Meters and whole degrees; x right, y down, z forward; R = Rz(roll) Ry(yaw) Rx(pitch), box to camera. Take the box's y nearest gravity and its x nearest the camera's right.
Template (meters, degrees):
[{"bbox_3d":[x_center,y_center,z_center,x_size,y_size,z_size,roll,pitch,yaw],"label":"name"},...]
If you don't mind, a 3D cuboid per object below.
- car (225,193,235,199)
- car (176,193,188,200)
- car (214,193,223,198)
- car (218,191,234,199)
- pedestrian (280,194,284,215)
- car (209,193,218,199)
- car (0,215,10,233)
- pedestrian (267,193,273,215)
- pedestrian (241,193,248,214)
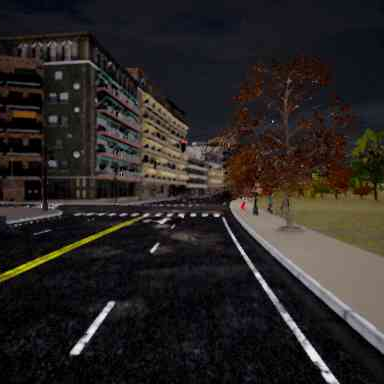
[{"bbox_3d":[10.917,1.055,94.523,2.128,1.511,4.902,0,0,14],"label":"car"},{"bbox_3d":[-2.356,0.917,78.718,2.097,1.767,4.553,0,0,10],"label":"car"},{"bbox_3d":[7.653,0.990,94.841,1.882,1.535,5.008,0,0,14],"label":"car"},{"bbox_3d":[8.641,0.805,84.136,2.150,2.045,5.566,0,0,12],"label":"car"},{"bbox_3d":[7.557,0.978,27.228,0.375,1.860,0.375,0,0,4],"label":"pedestrian"},{"bbox_3d":[5.441,1.094,84.719,2.128,1.511,4.902,0,0,12],"label":"car"},{"bbox_3d":[-9.599,1.410,13.357,2.033,1.411,5.357,0,0,2],"label":"car"},{"bbox_3d":[6.327,0.941,26.707,0.375,1.860,0.375,0,0,4],"label":"pedestrian"},{"bbox_3d":[4.302,0.928,28.042,0.375,1.860,0.375,0,0,4],"label":"pedestrian"}]
